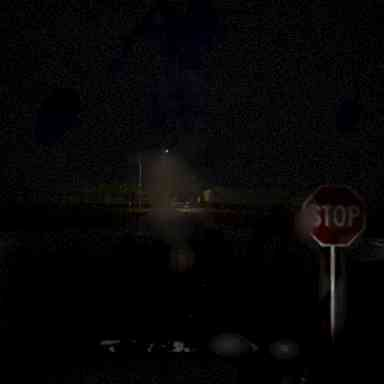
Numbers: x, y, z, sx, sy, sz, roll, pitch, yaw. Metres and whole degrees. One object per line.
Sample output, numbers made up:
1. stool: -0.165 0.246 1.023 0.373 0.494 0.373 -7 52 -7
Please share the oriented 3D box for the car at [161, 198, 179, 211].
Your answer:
1. car: -2.789 1.598 42.252 1.837 1.490 4.892 0 0 0
